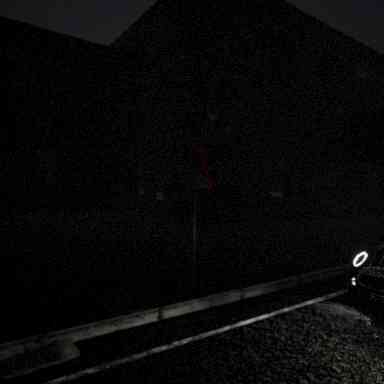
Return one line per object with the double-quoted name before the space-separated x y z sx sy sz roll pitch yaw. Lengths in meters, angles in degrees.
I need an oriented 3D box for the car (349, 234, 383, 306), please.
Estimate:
"car" 5.430 1.378 7.264 4.553 1.767 2.097 0 0 -36
